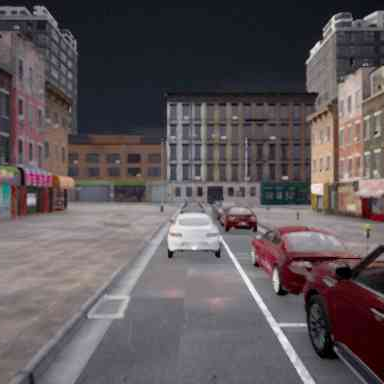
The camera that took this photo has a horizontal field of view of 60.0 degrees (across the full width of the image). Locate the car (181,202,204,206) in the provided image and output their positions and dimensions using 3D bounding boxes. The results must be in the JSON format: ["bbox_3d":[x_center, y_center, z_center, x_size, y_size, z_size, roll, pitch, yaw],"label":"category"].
[{"bbox_3d":[0.074,1.478,27.379,1.994,1.385,4.181,0,0,0],"label":"car"}]

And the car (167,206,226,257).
[{"bbox_3d":[0.075,1.483,12.696,1.812,1.442,4.674,0,0,0],"label":"car"}]

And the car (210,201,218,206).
[{"bbox_3d":[2.644,1.361,24.941,1.967,1.590,4.097,0,0,0],"label":"car"}]

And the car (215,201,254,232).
[{"bbox_3d":[2.644,1.482,19.437,1.887,1.381,4.507,0,0,0],"label":"car"}]

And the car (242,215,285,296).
[{"bbox_3d":[2.644,1.516,8.430,1.887,1.381,4.507,0,0,0],"label":"car"}]

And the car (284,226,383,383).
[{"bbox_3d":[2.647,1.304,2.926,2.192,1.841,5.009,0,0,0],"label":"car"}]

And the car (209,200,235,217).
[{"bbox_3d":[2.643,1.456,30.445,2.008,1.369,4.403,0,0,0],"label":"car"}]
